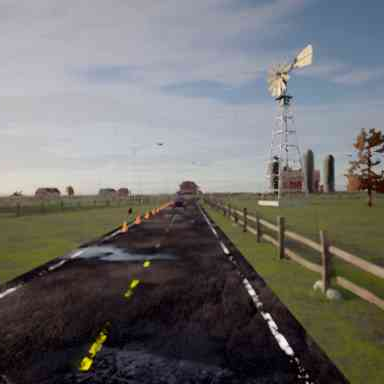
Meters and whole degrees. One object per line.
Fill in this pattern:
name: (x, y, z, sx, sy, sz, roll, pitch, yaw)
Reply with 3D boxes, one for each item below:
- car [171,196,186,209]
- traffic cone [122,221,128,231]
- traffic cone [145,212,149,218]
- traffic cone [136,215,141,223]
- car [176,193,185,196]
car: (-1.818, 1.643, 47.149, 1.994, 1.385, 4.181, 0, 0, 0)
traffic cone: (-3.945, 1.988, 19.622, 0.340, 0.580, 0.340, 0, 0, 0)
traffic cone: (-3.998, 2.004, 29.622, 0.340, 0.580, 0.340, 0, 0, 0)
traffic cone: (-3.972, 1.996, 24.622, 0.340, 0.580, 0.340, 0, 0, 0)
car: (-2.944, 1.397, 89.650, 2.150, 2.045, 5.566, 0, 0, 2)
